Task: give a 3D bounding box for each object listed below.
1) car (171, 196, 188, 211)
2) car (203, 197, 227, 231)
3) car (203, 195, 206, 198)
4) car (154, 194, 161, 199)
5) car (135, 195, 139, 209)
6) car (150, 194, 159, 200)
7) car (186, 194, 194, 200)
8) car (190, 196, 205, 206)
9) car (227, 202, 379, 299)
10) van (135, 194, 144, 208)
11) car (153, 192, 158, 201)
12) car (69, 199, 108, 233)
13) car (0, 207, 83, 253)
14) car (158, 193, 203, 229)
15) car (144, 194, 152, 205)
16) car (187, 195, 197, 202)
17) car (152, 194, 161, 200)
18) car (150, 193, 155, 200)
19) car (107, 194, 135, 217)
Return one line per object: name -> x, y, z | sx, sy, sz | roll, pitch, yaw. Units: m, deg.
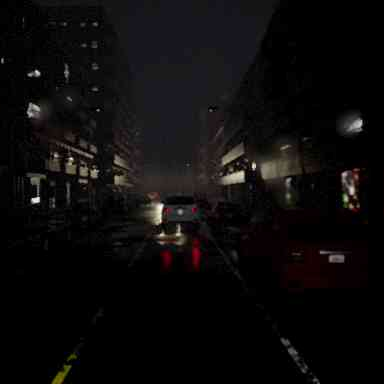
car -> -1.520, 1.291, 39.273 | 1.837, 1.490, 4.892 | -1, 0, -2
car -> 1.930, 1.293, 19.549 | 1.967, 1.590, 4.097 | 0, 0, -2
car -> 1.199, 1.347, 36.605 | 1.802, 1.307, 4.206 | 0, 0, -2
car -> -9.610, 1.255, 93.096 | 1.802, 1.307, 4.206 | -1, 0, -2
car -> -7.166, 1.401, 36.079 | 1.752, 1.417, 4.829 | 0, 0, -2
car -> -9.116, 1.229, 81.556 | 1.752, 1.417, 4.829 | -1, 0, -2
car -> -0.506, 1.194, 76.398 | 1.802, 1.307, 4.206 | -1, 0, -2
car -> 0.712, 1.260, 47.973 | 1.887, 1.381, 4.507 | -1, 0, -2
car -> 2.417, 1.231, 8.179 | 2.192, 1.841, 5.009 | 0, 0, -2
van -> -7.417, 1.190, 41.930 | 1.690, 1.788, 3.998 | 0, 0, -2
car -> -8.881, 1.036, 76.040 | 2.192, 1.841, 5.009 | -1, 0, -2
car -> -6.442, 1.402, 19.194 | 1.967, 1.590, 4.097 | 0, 0, -2
car -> -6.197, 1.545, 13.509 | 2.008, 1.369, 4.403 | 0, 0, -2
car -> -0.739, 1.104, 20.698 | 2.150, 2.045, 5.566 | -1, 1, -2
car -> -7.897, 1.328, 53.131 | 1.752, 1.417, 4.829 | 0, 0, -2
car -> -0.019, 1.233, 65.028 | 1.802, 1.307, 4.206 | -1, 0, -2
car -> -9.366, 1.253, 87.412 | 1.947, 1.339, 4.313 | -1, 0, -2
car -> -8.147, 1.363, 58.987 | 1.802, 1.307, 4.206 | -1, 0, -2
car -> -6.930, 1.217, 30.561 | 2.192, 1.841, 5.009 | 0, 0, -2
